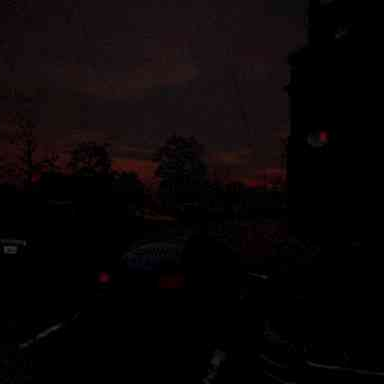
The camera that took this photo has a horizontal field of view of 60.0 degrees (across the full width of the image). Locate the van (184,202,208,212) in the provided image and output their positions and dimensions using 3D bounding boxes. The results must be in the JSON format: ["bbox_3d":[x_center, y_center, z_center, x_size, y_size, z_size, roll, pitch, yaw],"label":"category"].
[{"bbox_3d":[0.838,3.107,67.968,4.442,1.987,1.878,0,-2,15],"label":"van"}]

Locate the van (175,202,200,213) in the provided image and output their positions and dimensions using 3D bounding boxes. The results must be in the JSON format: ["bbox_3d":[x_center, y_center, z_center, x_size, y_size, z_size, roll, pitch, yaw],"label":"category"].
[{"bbox_3d":[-0.855,3.017,65.519,4.442,1.987,1.878,0,-2,15],"label":"van"}]

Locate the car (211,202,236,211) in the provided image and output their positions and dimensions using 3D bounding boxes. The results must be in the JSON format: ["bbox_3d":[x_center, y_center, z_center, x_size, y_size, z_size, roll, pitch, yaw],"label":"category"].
[{"bbox_3d":[7.463,3.442,77.784,5.566,2.045,2.435,0,-2,15],"label":"car"}]

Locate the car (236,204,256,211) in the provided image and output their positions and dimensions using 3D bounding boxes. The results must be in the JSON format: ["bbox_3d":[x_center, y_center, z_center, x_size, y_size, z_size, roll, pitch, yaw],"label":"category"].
[{"bbox_3d":[14.165,4.054,87.587,5.008,1.535,2.097,0,-2,14],"label":"car"}]

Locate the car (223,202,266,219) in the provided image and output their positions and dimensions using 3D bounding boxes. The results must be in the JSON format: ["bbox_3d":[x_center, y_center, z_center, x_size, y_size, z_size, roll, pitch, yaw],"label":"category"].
[{"bbox_3d":[6.603,2.597,44.579,5.566,2.045,2.435,1,-1,15],"label":"car"}]

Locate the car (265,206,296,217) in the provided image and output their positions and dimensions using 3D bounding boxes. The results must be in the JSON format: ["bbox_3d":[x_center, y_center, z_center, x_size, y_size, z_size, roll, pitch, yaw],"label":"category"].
[{"bbox_3d":[15.189,3.302,56.916,5.008,1.535,2.097,1,-1,15],"label":"car"}]

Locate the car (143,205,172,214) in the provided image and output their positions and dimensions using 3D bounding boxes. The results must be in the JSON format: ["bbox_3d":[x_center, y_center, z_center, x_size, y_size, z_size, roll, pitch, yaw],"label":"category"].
[{"bbox_3d":[-6.051,3.012,58.201,4.674,1.452,2.002,0,-2,15],"label":"car"}]

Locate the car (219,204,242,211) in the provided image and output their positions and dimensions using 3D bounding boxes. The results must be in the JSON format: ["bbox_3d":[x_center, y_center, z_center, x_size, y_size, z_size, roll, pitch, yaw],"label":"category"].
[{"bbox_3d":[9.352,3.780,80.180,5.366,1.575,1.946,0,-2,14],"label":"car"}]

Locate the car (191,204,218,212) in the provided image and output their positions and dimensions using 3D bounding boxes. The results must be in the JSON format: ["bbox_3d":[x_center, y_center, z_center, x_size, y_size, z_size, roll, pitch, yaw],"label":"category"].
[{"bbox_3d":[2.597,3.420,70.387,5.366,1.575,1.946,0,-2,15],"label":"car"}]

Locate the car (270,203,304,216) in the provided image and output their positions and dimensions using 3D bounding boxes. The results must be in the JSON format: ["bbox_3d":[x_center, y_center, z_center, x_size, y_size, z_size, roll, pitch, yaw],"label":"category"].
[{"bbox_3d":[16.932,3.142,59.389,5.566,2.045,2.435,1,-1,15],"label":"car"}]

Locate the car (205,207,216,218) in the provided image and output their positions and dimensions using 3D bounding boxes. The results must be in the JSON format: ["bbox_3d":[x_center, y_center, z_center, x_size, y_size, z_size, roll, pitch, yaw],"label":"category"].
[{"bbox_3d":[-0.272,2.523,34.692,4.674,1.452,2.002,1,-1,15],"label":"car"}]

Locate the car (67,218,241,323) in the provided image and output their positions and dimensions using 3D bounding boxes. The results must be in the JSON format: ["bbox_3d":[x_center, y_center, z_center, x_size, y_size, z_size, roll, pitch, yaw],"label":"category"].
[{"bbox_3d":[-0.315,1.523,7.165,2.002,1.452,4.674,0,-1,15],"label":"car"}]

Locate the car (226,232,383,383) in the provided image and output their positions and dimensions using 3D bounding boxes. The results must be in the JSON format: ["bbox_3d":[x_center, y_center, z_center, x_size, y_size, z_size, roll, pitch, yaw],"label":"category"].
[{"bbox_3d":[2.096,1.487,5.452,2.231,1.521,4.892,1,-1,16],"label":"car"}]

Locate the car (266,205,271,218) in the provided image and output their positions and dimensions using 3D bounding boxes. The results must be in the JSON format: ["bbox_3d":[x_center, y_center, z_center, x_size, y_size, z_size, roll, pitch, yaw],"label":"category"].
[{"bbox_3d":[8.310,2.969,47.047,4.792,1.488,2.163,1,-1,15],"label":"car"}]

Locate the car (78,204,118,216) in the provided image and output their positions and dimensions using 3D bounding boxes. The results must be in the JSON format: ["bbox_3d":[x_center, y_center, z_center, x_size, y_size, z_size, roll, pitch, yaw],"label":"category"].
[{"bbox_3d":[-13.487,2.584,47.780,5.366,1.575,1.946,0,-2,15],"label":"car"}]

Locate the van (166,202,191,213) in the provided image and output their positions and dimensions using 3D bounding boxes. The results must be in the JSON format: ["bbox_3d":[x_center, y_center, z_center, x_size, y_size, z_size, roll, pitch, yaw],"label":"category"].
[{"bbox_3d":[-2.547,2.927,63.071,4.442,1.987,1.878,0,-2,15],"label":"van"}]

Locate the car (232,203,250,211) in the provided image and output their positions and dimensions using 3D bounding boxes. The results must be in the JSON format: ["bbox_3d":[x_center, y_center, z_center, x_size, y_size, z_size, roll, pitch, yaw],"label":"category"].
[{"bbox_3d":[12.537,3.838,85.125,4.553,1.767,2.185,0,-2,14],"label":"car"}]

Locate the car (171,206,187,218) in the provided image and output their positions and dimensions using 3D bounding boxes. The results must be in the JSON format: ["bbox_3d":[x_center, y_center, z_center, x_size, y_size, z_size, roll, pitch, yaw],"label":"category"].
[{"bbox_3d":[-3.550,2.280,29.698,5.366,1.575,1.946,2,-2,15],"label":"car"}]

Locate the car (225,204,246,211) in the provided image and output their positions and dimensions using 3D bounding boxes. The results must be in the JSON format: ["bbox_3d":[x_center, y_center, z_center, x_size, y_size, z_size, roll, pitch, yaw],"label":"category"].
[{"bbox_3d":[10.849,3.874,82.669,4.892,1.521,2.231,0,-2,14],"label":"car"}]

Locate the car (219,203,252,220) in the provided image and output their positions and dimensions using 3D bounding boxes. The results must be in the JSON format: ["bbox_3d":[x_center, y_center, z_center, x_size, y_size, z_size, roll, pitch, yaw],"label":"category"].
[{"bbox_3d":[4.882,2.633,42.123,4.553,1.767,2.185,1,-1,15],"label":"car"}]

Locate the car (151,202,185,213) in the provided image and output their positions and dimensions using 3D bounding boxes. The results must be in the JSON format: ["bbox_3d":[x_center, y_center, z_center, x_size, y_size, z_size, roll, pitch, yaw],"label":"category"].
[{"bbox_3d":[-4.383,2.811,60.658,5.566,2.045,2.435,0,-2,15],"label":"car"}]

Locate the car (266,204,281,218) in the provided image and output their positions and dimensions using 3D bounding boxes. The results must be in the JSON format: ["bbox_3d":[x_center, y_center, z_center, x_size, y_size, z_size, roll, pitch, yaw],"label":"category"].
[{"bbox_3d":[10.031,2.778,49.518,5.566,2.045,2.435,1,-1,15],"label":"car"}]

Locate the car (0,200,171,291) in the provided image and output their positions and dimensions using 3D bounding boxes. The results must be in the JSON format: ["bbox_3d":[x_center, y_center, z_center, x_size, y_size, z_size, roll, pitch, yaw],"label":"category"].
[{"bbox_3d":[-2.722,1.230,8.915,2.435,2.045,5.566,0,-1,16],"label":"car"}]

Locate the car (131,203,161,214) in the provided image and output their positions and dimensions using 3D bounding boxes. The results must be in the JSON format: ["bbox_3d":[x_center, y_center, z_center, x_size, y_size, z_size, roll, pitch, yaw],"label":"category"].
[{"bbox_3d":[-7.714,2.756,55.745,4.553,1.767,2.185,0,-2,15],"label":"car"}]

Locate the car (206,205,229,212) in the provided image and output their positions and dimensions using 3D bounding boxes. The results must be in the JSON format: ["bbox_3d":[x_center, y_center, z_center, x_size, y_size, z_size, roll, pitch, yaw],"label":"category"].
[{"bbox_3d":[5.829,3.633,75.321,4.792,1.488,2.163,0,-2,15],"label":"car"}]

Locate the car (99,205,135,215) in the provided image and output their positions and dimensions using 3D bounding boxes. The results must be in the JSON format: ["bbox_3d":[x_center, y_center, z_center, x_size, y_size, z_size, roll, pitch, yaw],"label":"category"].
[{"bbox_3d":[-11.344,2.719,50.521,4.792,1.488,2.163,0,-2,15],"label":"car"}]

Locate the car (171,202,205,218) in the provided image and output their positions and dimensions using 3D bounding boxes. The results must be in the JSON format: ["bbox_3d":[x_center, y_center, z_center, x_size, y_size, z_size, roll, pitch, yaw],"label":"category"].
[{"bbox_3d":[-1.964,2.134,32.226,5.566,2.045,2.435,2,-1,15],"label":"car"}]

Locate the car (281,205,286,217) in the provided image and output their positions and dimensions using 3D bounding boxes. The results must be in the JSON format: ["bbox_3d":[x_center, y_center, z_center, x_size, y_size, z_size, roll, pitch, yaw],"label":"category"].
[{"bbox_3d":[11.734,3.149,51.985,4.792,1.488,2.163,1,-1,15],"label":"car"}]

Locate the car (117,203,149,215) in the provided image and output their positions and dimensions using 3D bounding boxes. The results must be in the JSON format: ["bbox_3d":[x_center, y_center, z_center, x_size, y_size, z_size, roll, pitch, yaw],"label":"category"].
[{"bbox_3d":[-9.468,2.667,53.324,4.553,1.767,2.185,0,-2,15],"label":"car"}]

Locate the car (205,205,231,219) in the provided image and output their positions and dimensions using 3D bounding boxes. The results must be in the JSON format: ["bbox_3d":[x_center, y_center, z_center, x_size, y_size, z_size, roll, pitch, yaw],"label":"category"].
[{"bbox_3d":[1.464,2.578,37.169,5.008,1.535,2.097,1,-1,15],"label":"car"}]

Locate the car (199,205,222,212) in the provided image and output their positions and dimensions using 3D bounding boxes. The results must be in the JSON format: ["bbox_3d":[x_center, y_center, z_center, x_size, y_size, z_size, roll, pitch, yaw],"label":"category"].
[{"bbox_3d":[4.078,3.542,72.882,4.792,1.488,2.163,0,-2,15],"label":"car"}]

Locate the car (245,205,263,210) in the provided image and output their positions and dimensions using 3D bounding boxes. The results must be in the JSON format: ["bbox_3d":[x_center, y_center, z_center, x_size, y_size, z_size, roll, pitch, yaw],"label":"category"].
[{"bbox_3d":[17.384,4.263,92.540,4.792,1.488,2.163,0,-2,13],"label":"car"}]

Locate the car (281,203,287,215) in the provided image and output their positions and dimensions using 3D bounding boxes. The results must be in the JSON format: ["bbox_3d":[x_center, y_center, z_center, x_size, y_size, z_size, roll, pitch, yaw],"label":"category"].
[{"bbox_3d":[13.511,2.961,54.453,5.566,2.045,2.435,1,-1,15],"label":"car"}]
